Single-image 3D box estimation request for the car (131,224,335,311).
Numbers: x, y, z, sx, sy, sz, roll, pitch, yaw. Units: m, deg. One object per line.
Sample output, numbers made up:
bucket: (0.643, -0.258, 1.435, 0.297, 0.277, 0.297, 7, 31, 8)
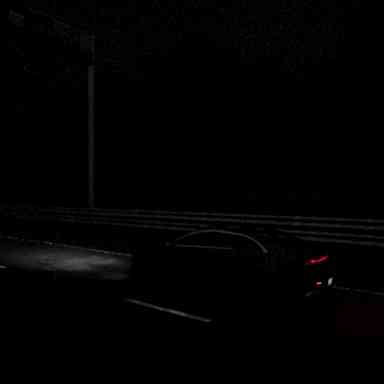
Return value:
car: (0.689, 1.505, 7.804, 4.902, 1.511, 2.128, 0, 0, 36)
